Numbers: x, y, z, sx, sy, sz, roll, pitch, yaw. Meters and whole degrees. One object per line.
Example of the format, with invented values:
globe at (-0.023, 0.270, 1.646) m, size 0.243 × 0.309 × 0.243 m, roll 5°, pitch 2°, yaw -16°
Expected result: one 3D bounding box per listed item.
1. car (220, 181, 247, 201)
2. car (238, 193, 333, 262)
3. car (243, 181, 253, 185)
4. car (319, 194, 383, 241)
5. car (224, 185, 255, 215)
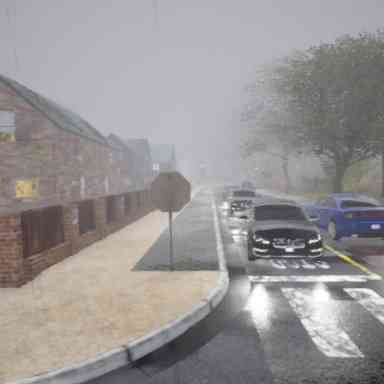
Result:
car at (3.811, 0.015, 32.541) m, size 2.128 × 1.511 × 4.902 m, roll -1°, pitch 2°, yaw 3°
car at (2.516, 0.993, 10.114) m, size 1.837 × 1.490 × 4.892 m, roll -1°, pitch 2°, yaw 6°
car at (7.476, -0.770, 46.646) m, size 2.097 × 1.767 × 4.553 m, roll -1°, pitch 2°, yaw 3°
car at (5.734, 0.796, 12.589) m, size 1.882 × 1.535 × 5.008 m, roll -1°, pitch 2°, yaw 3°
car at (3.207, 0.519, 20.989) m, size 1.837 × 1.490 × 4.892 m, roll -1°, pitch 2°, yaw 3°
